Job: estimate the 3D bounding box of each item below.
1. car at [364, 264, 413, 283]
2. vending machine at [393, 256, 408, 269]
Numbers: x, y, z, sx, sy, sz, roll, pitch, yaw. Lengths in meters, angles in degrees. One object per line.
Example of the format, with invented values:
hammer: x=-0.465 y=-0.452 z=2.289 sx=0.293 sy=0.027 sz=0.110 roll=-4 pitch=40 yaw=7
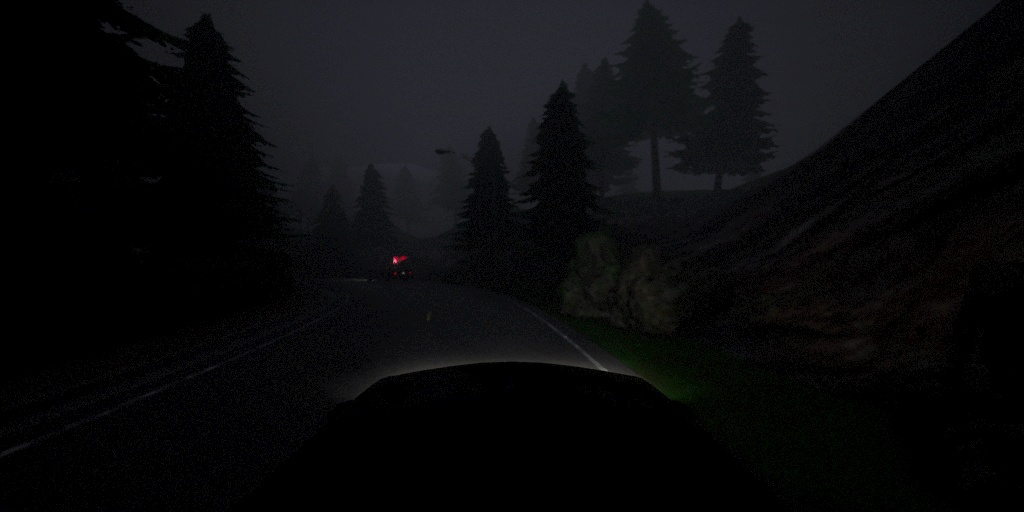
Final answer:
car: x=-10.157 y=1.381 z=29.294 sx=5.357 sy=1.411 sz=2.033 roll=0 pitch=0 yaw=44
vending machine: x=-10.581 y=1.031 z=34.075 sx=0.880 sy=2.100 sz=1.100 roll=0 pitch=0 yaw=36
